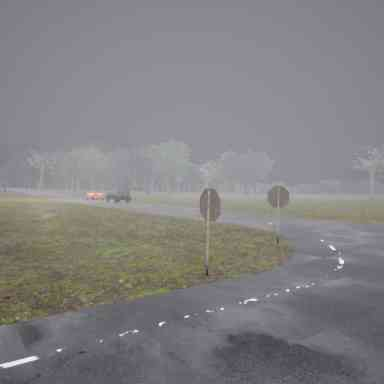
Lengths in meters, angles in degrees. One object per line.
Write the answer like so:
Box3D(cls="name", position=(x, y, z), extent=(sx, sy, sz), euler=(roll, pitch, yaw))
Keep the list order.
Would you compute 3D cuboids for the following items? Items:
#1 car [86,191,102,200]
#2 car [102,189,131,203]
Box3D(cls="car", position=(-17.376, 0.515, 59.554), extent=(2.097, 1.767, 4.553), euler=(2, 0, -35))
Box3D(cls="car", position=(-11.388, 0.584, 51.102), extent=(2.150, 2.045, 5.566), euler=(2, 0, -35))
